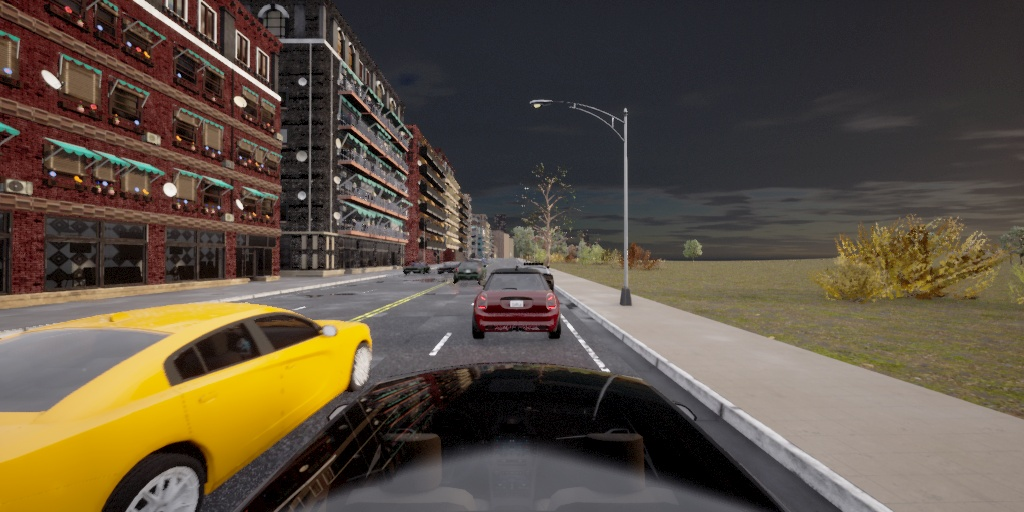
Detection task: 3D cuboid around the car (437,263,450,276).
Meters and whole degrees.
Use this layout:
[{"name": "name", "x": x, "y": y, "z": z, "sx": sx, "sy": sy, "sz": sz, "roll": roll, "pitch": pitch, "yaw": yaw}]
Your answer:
[{"name": "car", "x": -6.535, "y": 1.355, "z": 37.557, "sx": 1.895, "sy": 1.301, "sz": 4.718, "roll": 0, "pitch": 0, "yaw": 0}]

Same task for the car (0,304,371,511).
[{"name": "car", "x": -3.148, "y": 1.228, "z": 3.697, "sx": 1.882, "sy": 1.535, "sz": 5.008, "roll": 0, "pitch": 0, "yaw": 0}]

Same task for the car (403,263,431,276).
[{"name": "car", "x": -9.786, "y": 1.355, "z": 37.148, "sx": 1.895, "sy": 1.301, "sz": 4.718, "roll": 0, "pitch": 0, "yaw": 0}]

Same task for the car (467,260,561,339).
[{"name": "car", "x": 0.112, "y": 1.104, "z": 10.244, "sx": 2.097, "sy": 1.767, "sz": 4.553, "roll": 0, "pitch": 0, "yaw": 0}]

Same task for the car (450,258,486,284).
[{"name": "car", "x": -3.100, "y": 1.105, "z": 27.393, "sx": 2.097, "sy": 1.767, "sz": 4.553, "roll": 0, "pitch": 0, "yaw": 0}]

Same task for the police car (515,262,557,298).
[{"name": "police car", "x": 1.171, "y": 1.178, "z": 19.740, "sx": 1.930, "sy": 1.638, "sz": 5.238, "roll": 0, "pitch": 0, "yaw": 0}]
